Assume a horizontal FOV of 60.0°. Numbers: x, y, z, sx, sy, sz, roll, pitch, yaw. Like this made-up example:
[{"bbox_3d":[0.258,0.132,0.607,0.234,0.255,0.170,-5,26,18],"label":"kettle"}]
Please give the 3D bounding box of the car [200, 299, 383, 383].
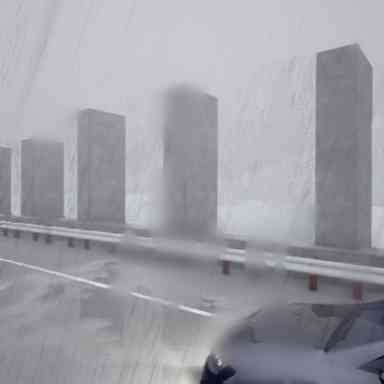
[{"bbox_3d":[2.116,1.552,2.558,4.181,1.385,1.994,1,1,37],"label":"car"}]
